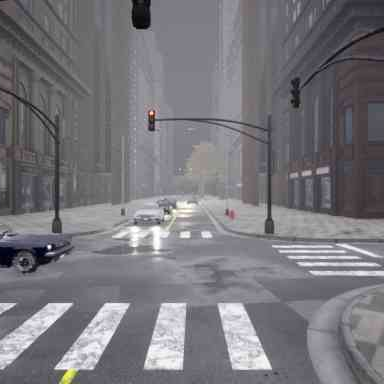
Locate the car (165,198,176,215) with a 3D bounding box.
[{"bbox_3d":[-3.075,1.552,34.873,2.033,1.411,5.357,0,0,0],"label":"car"}]

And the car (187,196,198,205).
[{"bbox_3d":[0.133,1.582,59.379,2.033,1.411,5.357,0,0,0],"label":"car"}]

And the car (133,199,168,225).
[{"bbox_3d":[-3.082,1.526,24.463,1.812,1.442,4.674,0,0,0],"label":"car"}]

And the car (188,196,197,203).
[{"bbox_3d":[0.152,1.574,69.729,1.812,1.442,4.674,0,0,0],"label":"car"}]

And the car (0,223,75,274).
[{"bbox_3d":[-6.090,1.588,9.925,4.718,1.301,1.895,0,0,0],"label":"car"}]
